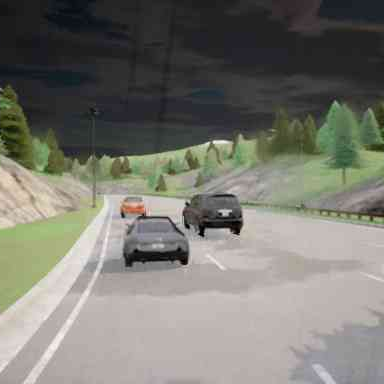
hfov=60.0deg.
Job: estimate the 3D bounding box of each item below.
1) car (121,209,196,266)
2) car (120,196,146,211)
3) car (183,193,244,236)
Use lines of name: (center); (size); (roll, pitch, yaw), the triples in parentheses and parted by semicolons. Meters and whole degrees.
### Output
car: (-1.331, 1.495, 11.406); (1.994, 1.385, 4.181); (0, 0, -11)
car: (-5.234, 1.187, 29.441); (2.097, 1.767, 4.553); (0, 0, -13)
car: (0.959, 1.095, 17.827); (2.150, 2.045, 5.566); (0, 0, -12)
